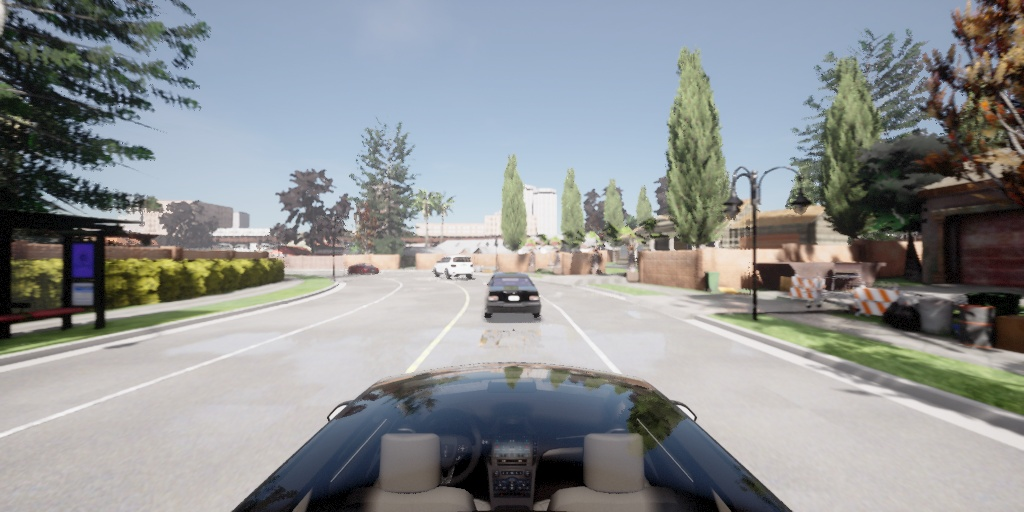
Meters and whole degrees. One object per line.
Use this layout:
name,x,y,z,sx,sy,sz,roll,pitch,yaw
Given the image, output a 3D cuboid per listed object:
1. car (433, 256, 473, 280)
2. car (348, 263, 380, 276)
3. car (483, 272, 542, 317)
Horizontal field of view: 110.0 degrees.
car,-5.276,0.988,31.814,2.150,2.045,5.566,1,-1,-29
car,-16.341,1.413,39.508,4.181,1.385,1.994,-1,-1,40
car,-0.072,1.284,13.030,2.033,1.411,5.357,0,0,-3
